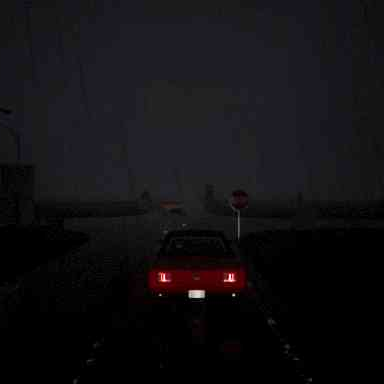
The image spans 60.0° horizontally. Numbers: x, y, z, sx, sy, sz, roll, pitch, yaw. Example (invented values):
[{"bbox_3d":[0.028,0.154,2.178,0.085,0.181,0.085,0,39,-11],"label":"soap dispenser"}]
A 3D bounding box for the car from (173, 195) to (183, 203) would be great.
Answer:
[{"bbox_3d":[-2.815,1.339,68.497,1.882,1.535,5.008,0,0,0],"label":"car"}]

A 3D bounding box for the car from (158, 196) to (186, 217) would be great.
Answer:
[{"bbox_3d":[-1.943,1.449,31.008,1.882,1.535,5.008,0,0,-14],"label":"car"}]

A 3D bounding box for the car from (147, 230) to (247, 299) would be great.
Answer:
[{"bbox_3d":[0.093,1.598,8.372,1.895,1.301,4.718,0,0,0],"label":"car"}]
